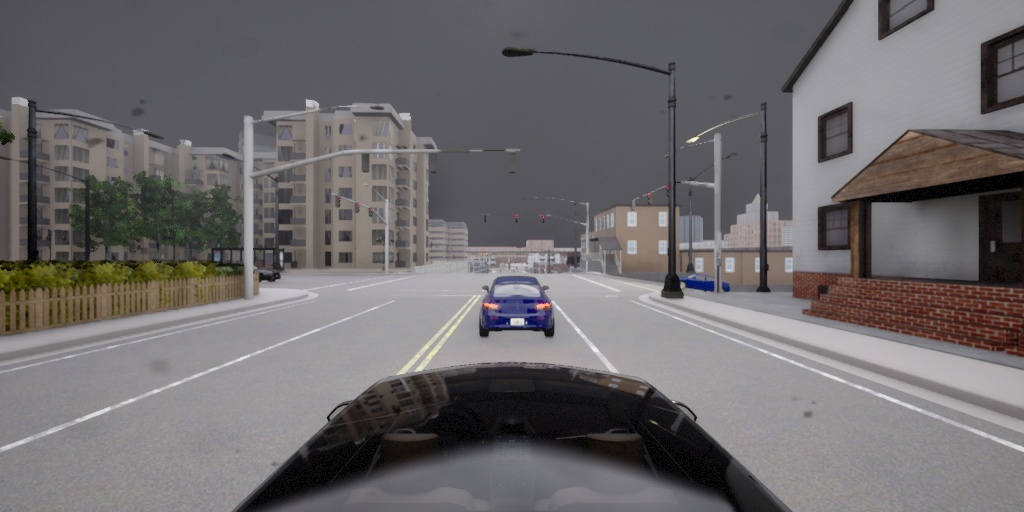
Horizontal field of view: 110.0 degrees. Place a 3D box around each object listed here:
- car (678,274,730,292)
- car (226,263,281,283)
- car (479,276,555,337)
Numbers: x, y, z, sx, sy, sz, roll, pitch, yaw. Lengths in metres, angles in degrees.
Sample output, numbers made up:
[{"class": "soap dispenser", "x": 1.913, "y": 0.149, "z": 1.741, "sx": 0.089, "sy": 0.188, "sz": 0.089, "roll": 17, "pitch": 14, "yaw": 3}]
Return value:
[{"class": "car", "x": 15.384, "y": 2.201, "z": 29.825, "sx": 5.008, "sy": 1.535, "sz": 1.882, "roll": 9, "pitch": 0, "yaw": 1}, {"class": "car", "x": -19.880, "y": 1.247, "z": 26.647, "sx": 4.892, "sy": 1.490, "sz": 1.837, "roll": 0, "pitch": 0, "yaw": 1}, {"class": "car", "x": 0.112, "y": 1.273, "z": 10.145, "sx": 1.812, "sy": 1.442, "sz": 4.674, "roll": 0, "pitch": 0, "yaw": 0}]
